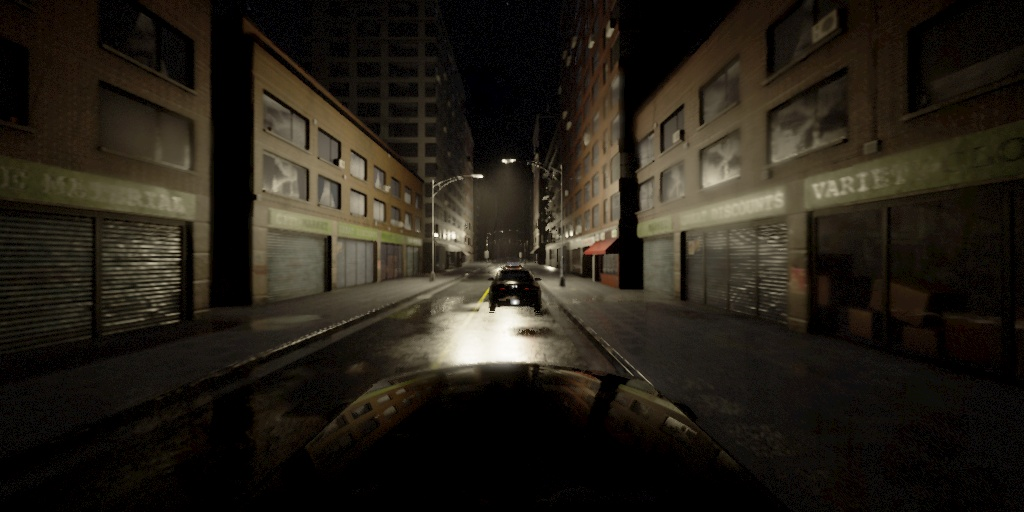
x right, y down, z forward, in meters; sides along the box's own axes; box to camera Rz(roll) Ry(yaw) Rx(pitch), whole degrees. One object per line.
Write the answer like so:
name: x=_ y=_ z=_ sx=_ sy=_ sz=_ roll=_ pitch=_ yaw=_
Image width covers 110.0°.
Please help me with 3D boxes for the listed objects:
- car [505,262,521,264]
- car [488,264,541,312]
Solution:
car: x=0.101 y=1.243 z=32.337 sx=2.128 sy=1.511 sz=4.902 roll=0 pitch=0 yaw=0
car: x=0.100 y=1.254 z=14.154 sx=1.837 sy=1.490 sz=4.892 roll=0 pitch=0 yaw=0
